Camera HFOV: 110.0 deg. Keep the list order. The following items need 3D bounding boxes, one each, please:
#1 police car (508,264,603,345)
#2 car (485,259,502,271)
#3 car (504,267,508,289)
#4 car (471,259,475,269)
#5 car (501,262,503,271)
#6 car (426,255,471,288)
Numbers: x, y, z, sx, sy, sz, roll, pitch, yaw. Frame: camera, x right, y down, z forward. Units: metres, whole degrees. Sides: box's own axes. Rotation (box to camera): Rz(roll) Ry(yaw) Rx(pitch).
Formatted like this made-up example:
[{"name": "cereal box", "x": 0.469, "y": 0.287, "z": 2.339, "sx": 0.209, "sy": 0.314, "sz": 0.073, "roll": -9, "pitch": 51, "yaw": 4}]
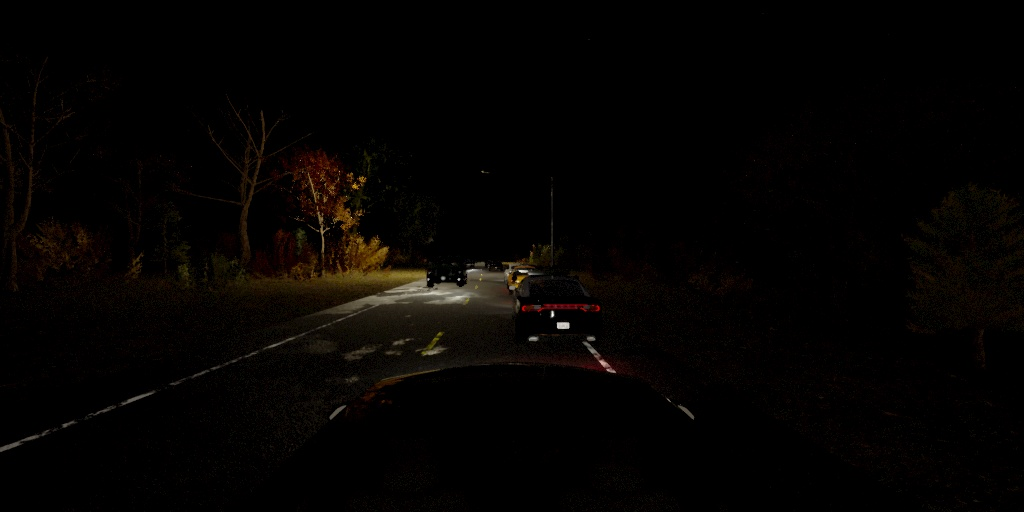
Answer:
[{"name": "police car", "x": 0.964, "y": 1.174, "z": 9.681, "sx": 1.930, "sy": 1.638, "sz": 5.238, "roll": 0, "pitch": 0, "yaw": -1}, {"name": "car", "x": -2.225, "y": 1.234, "z": 47.638, "sx": 1.837, "sy": 1.490, "sz": 4.892, "roll": 0, "pitch": 0, "yaw": -5}, {"name": "car", "x": 0.667, "y": 1.200, "z": 19.813, "sx": 1.801, "sy": 1.575, "sz": 5.366, "roll": 0, "pitch": 0, "yaw": -2}, {"name": "car", "x": -6.595, "y": 1.215, "z": 55.044, "sx": 2.128, "sy": 1.511, "sz": 4.902, "roll": 0, "pitch": 0, "yaw": -6}, {"name": "car", "x": 0.401, "y": 1.264, "z": 25.651, "sx": 1.812, "sy": 1.442, "sz": 4.674, "roll": 0, "pitch": 0, "yaw": -3}, {"name": "car", "x": -4.193, "y": 0.964, "z": 23.929, "sx": 2.150, "sy": 2.045, "sz": 5.566, "roll": 0, "pitch": 0, "yaw": -3}]
